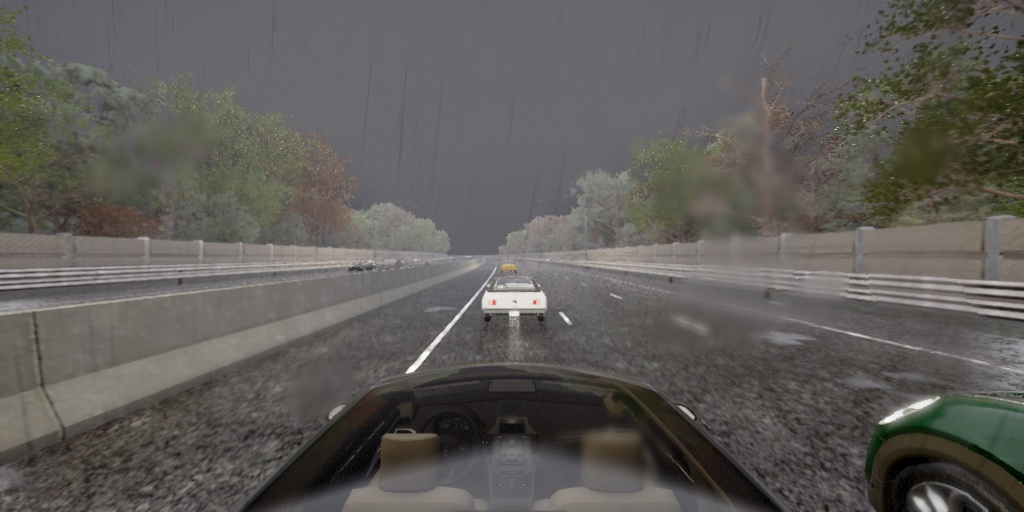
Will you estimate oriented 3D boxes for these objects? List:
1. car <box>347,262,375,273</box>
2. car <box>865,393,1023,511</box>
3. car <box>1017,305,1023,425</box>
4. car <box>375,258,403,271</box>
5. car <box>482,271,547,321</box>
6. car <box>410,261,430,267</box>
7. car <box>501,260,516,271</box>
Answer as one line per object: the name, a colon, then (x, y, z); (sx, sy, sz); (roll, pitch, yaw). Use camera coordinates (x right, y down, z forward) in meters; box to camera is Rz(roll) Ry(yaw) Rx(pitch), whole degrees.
car: (-18.000, 1.372, 43.207); (1.895, 1.301, 4.718); (0, 0, -1)
car: (3.593, 1.099, 0.663); (2.097, 1.767, 4.553); (0, 0, 0)
car: (7.096, 1.295, 1.641); (2.033, 1.411, 5.357); (0, 0, 0)
car: (-14.501, 1.006, 43.324); (1.812, 1.442, 4.674); (0, 0, -1)
car: (0.058, 1.355, 12.421); (1.895, 1.301, 4.718); (0, 0, 0)
car: (-11.002, 1.329, 43.403); (1.994, 1.385, 4.181); (0, 0, -1)
car: (-0.438, 1.222, 44.660); (1.801, 1.575, 5.366); (0, 0, -1)
